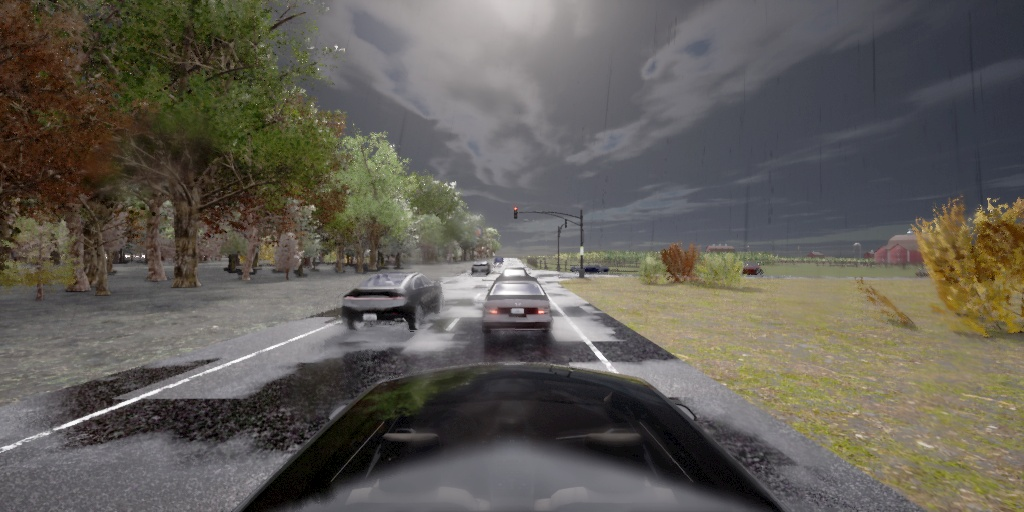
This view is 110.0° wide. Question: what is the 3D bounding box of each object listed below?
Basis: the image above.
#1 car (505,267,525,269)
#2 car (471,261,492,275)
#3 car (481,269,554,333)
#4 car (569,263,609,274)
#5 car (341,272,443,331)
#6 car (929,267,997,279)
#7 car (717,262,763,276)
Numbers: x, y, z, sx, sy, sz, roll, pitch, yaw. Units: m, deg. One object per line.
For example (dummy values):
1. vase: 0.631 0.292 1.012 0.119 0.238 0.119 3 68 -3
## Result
1. car: 0.144 1.318 19.922 1.994 1.385 4.181 0 0 0
2. car: -3.316 1.250 39.082 2.128 1.511 4.902 0 0 0
3. car: 0.121 1.300 10.682 2.033 1.411 5.357 0 0 0
4. car: 9.232 1.522 43.015 4.718 1.301 1.895 0 -1 13
5. car: -3.381 1.243 10.979 2.128 1.511 4.902 0 0 0
6. car: 48.670 1.825 38.258 5.357 1.411 2.033 1 -1 1
7. car: 26.612 1.449 42.018 4.553 1.767 2.097 1 -1 0
